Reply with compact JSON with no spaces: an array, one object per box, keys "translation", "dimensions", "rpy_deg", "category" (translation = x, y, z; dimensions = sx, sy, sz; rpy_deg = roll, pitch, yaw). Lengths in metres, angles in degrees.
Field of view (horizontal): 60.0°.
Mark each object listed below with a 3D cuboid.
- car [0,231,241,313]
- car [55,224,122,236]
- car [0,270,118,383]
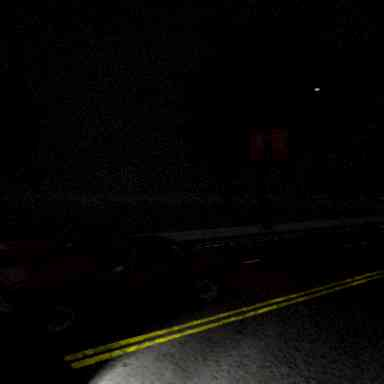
[{"translation":[-1.331,1.614,6.727],"dimensions":[4.718,1.301,1.895],"rpy_deg":[0,0,-35],"category":"car"},{"translation":[-3.229,1.614,9.366],"dimensions":[4.718,1.301,1.895],"rpy_deg":[0,0,-35],"category":"car"},{"translation":[-2.570,1.558,1.607],"dimensions":[4.181,1.385,1.994],"rpy_deg":[0,0,-35],"category":"car"}]
